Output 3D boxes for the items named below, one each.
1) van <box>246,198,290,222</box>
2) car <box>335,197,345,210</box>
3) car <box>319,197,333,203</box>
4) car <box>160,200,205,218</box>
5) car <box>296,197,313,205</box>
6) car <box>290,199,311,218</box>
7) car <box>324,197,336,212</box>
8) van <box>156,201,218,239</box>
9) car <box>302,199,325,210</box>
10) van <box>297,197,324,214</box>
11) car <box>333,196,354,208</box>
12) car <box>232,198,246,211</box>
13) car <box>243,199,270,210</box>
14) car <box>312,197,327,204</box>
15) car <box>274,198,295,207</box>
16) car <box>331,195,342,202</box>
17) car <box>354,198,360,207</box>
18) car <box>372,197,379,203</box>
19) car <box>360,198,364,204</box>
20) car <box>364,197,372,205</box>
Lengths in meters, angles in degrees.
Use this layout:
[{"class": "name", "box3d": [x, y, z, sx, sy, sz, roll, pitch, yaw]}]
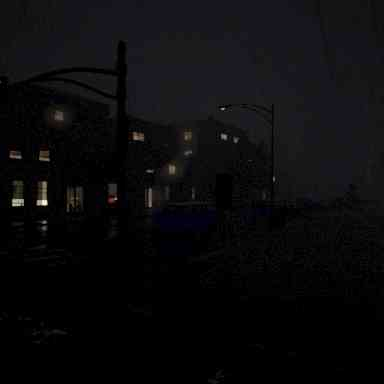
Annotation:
[{"class": "van", "box3d": [6.163, 1.436, 26.722, 1.690, 1.788, 3.998, 0, 0, 35]}, {"class": "car", "box3d": [18.821, 1.729, 44.820, 1.947, 1.339, 4.313, 0, 0, 35]}, {"class": "car", "box3d": [30.953, 1.792, 76.787, 1.947, 1.339, 4.313, 0, 0, 35]}, {"class": "car", "box3d": [-0.792, 1.558, 31.400, 1.752, 1.417, 4.829, 0, 0, 35]}, {"class": "car", "box3d": [21.459, 1.705, 63.212, 1.887, 1.381, 4.507, 0, 0, 35]}, {"class": "car", "box3d": [9.327, 1.655, 31.245, 1.887, 1.381, 4.507, 0, 0, 35]}, {"class": "car", "box3d": [15.755, 1.671, 40.435, 1.752, 1.417, 4.829, 0, 0, 35]}, {"class": "van", "box3d": [-0.167, 1.406, 17.672, 1.690, 1.788, 3.998, 0, 0, 35]}, {"class": "car", "box3d": [17.142, 1.747, 46.934, 1.895, 1.301, 4.718, 1, 0, 35]}, {"class": "van", "box3d": [12.493, 1.469, 35.771, 1.690, 1.788, 3.998, 0, 0, 35]}, {"class": "car", "box3d": [21.988, 1.497, 49.346, 2.192, 1.841, 5.009, 0, 0, 35]}, {"class": "car", "box3d": [5.636, 1.506, 40.590, 1.967, 1.590, 4.097, 0, 0, 35]}, {"class": "car", "box3d": [8.800, 1.628, 45.114, 1.887, 1.381, 4.507, 0, 0, 35]}, {"class": "car", "box3d": [27.691, 1.728, 72.122, 1.752, 1.417, 4.829, 0, 0, 35]}, {"class": "car", "box3d": [15.130, 1.665, 54.163, 1.887, 1.381, 4.507, 0, 0, 35]}, {"class": "car", "box3d": [37.284, 1.712, 85.836, 1.967, 1.590, 4.097, 0, 0, 35]}, {"class": "car", "box3d": [25.153, 1.516, 53.871, 2.192, 1.841, 5.009, 0, 0, 35]}, {"class": "car", "box3d": [44.141, 1.899, 81.018, 1.947, 1.339, 4.313, 0, 0, 35]}, {"class": "car", "box3d": [28.414, 1.748, 58.534, 1.752, 1.417, 4.829, 0, 0, 35]}, {"class": "car", "box3d": [34.646, 1.809, 67.444, 1.887, 1.381, 4.507, 0, 0, 35]}]
